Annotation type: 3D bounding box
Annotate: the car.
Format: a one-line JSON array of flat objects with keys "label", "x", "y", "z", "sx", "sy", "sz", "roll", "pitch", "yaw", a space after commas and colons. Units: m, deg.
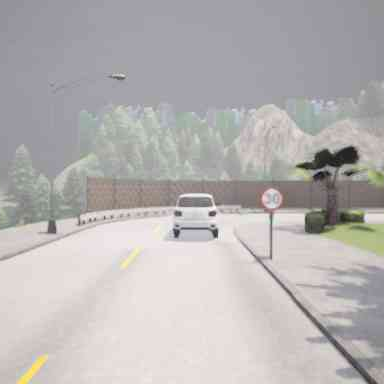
[{"label": "car", "x": 0.283, "y": 1.106, "z": 17.395, "sx": 2.150, "sy": 2.045, "sz": 5.566, "roll": 0, "pitch": 0, "yaw": 3}]
